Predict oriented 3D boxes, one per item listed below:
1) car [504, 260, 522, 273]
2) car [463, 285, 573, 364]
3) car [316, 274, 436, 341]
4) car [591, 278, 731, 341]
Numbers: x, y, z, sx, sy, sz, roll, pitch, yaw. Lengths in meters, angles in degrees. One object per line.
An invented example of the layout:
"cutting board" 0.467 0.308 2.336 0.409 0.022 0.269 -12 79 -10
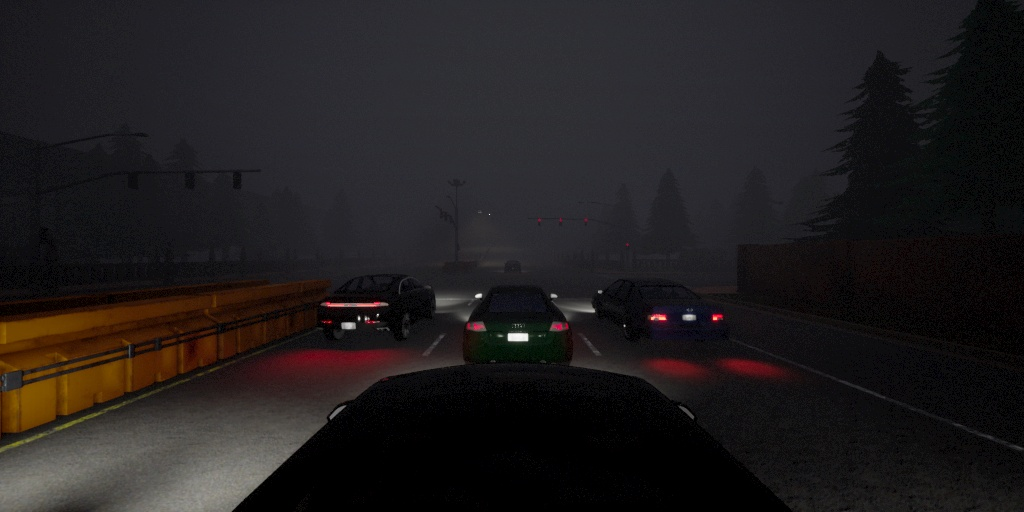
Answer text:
"car" 0.100 1.227 42.538 1.882 1.535 5.008 0 0 0
"car" 0.099 1.314 7.936 1.994 1.385 4.181 0 0 0
"car" -3.400 1.241 9.887 2.128 1.511 4.902 0 0 0
"car" 3.600 1.297 9.793 2.033 1.411 5.357 0 0 0
